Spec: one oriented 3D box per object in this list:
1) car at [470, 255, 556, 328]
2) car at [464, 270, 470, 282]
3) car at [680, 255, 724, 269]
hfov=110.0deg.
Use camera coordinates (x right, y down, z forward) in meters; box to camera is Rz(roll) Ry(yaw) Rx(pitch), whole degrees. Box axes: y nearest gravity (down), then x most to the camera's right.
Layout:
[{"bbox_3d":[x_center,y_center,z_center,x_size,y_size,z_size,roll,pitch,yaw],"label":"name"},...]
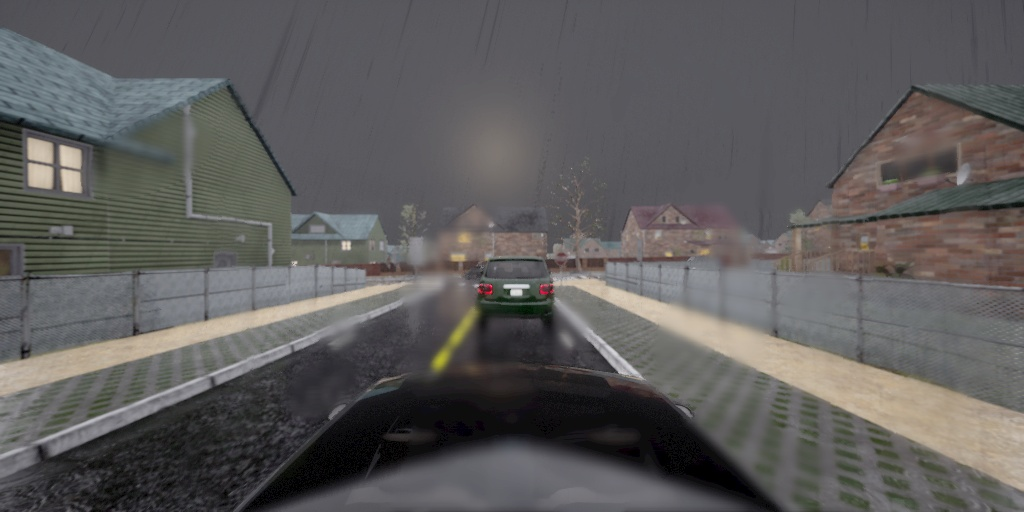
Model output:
[{"bbox_3d":[0.119,1.005,11.618,2.150,2.045,5.566,0,0,0],"label":"car"},{"bbox_3d":[-2.255,1.376,29.120,1.812,1.442,4.674,-1,0,-30],"label":"car"},{"bbox_3d":[16.715,0.757,32.752,4.553,1.767,2.097,-1,1,0],"label":"car"}]
